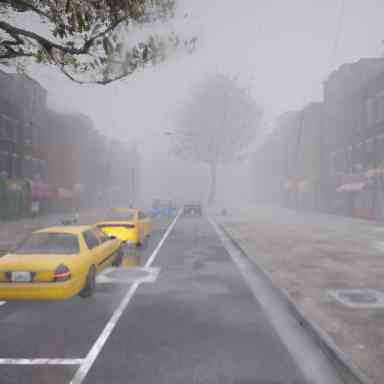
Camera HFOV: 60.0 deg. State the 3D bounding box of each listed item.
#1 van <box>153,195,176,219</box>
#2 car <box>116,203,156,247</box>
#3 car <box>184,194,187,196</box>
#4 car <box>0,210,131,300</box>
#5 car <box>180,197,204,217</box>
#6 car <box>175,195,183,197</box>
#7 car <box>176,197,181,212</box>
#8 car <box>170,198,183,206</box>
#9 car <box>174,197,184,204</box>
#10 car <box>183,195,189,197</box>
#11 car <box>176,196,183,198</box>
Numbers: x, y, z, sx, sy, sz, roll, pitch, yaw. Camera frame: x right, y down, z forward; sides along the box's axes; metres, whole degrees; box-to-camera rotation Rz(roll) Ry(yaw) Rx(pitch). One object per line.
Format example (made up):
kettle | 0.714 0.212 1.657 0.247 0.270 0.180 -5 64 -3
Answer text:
van | -2.615 1.402 29.476 1.690 1.788 3.998 2 0 0
car | -3.016 1.505 15.254 1.882 1.535 5.008 0 0 0
car | -2.617 1.473 62.687 2.192 1.841 5.009 1 0 0
car | -3.026 1.471 8.441 1.801 1.575 5.366 0 0 0
car | 0.070 1.574 32.602 1.837 1.490 4.892 0 0 0
car | -2.622 1.667 51.616 1.887 1.381 4.507 2 0 0
car | -2.622 1.656 40.546 1.947 1.339 4.313 2 0 0
car | -2.623 1.690 57.152 2.008 1.369 4.403 1 0 0
car | -2.624 1.728 68.221 2.008 1.369 4.403 1 0 0
car | 0.044 1.584 46.302 1.882 1.535 5.008 0 0 1
car | -2.621 1.631 45.911 1.752 1.417 4.829 2 0 0
